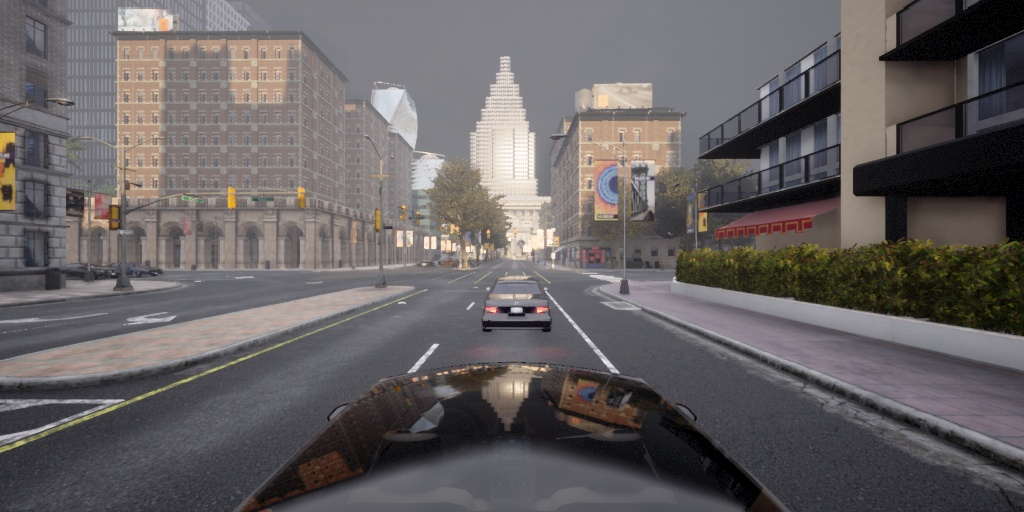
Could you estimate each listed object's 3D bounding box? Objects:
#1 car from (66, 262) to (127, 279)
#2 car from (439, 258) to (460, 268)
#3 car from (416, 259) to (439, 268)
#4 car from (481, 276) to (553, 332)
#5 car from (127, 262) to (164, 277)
[{"bbox_3d":[-36.943,1.276,31.137,4.674,1.442,1.812,0,0,0],"label":"car"},{"bbox_3d":[-11.026,1.102,62.632,2.097,1.767,4.553,0,0,1],"label":"car"},{"bbox_3d":[-14.536,1.240,61.622,2.128,1.511,4.902,0,0,1],"label":"car"},{"bbox_3d":[0.144,1.297,10.812,2.033,1.411,5.357,0,0,1],"label":"car"},{"bbox_3d":[-37.008,1.297,34.629,5.357,1.411,2.033,0,0,0],"label":"car"}]
